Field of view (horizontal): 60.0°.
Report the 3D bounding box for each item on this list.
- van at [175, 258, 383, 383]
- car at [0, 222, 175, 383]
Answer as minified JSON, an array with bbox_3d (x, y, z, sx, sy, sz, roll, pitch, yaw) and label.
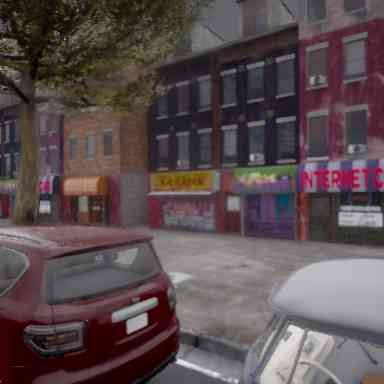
[{"bbox_3d":[2.044,1.332,1.352,3.998,1.788,1.690,-1,0,36],"label":"van"},{"bbox_3d":[-2.470,1.358,4.574,5.009,1.841,2.192,-1,0,36],"label":"car"}]
